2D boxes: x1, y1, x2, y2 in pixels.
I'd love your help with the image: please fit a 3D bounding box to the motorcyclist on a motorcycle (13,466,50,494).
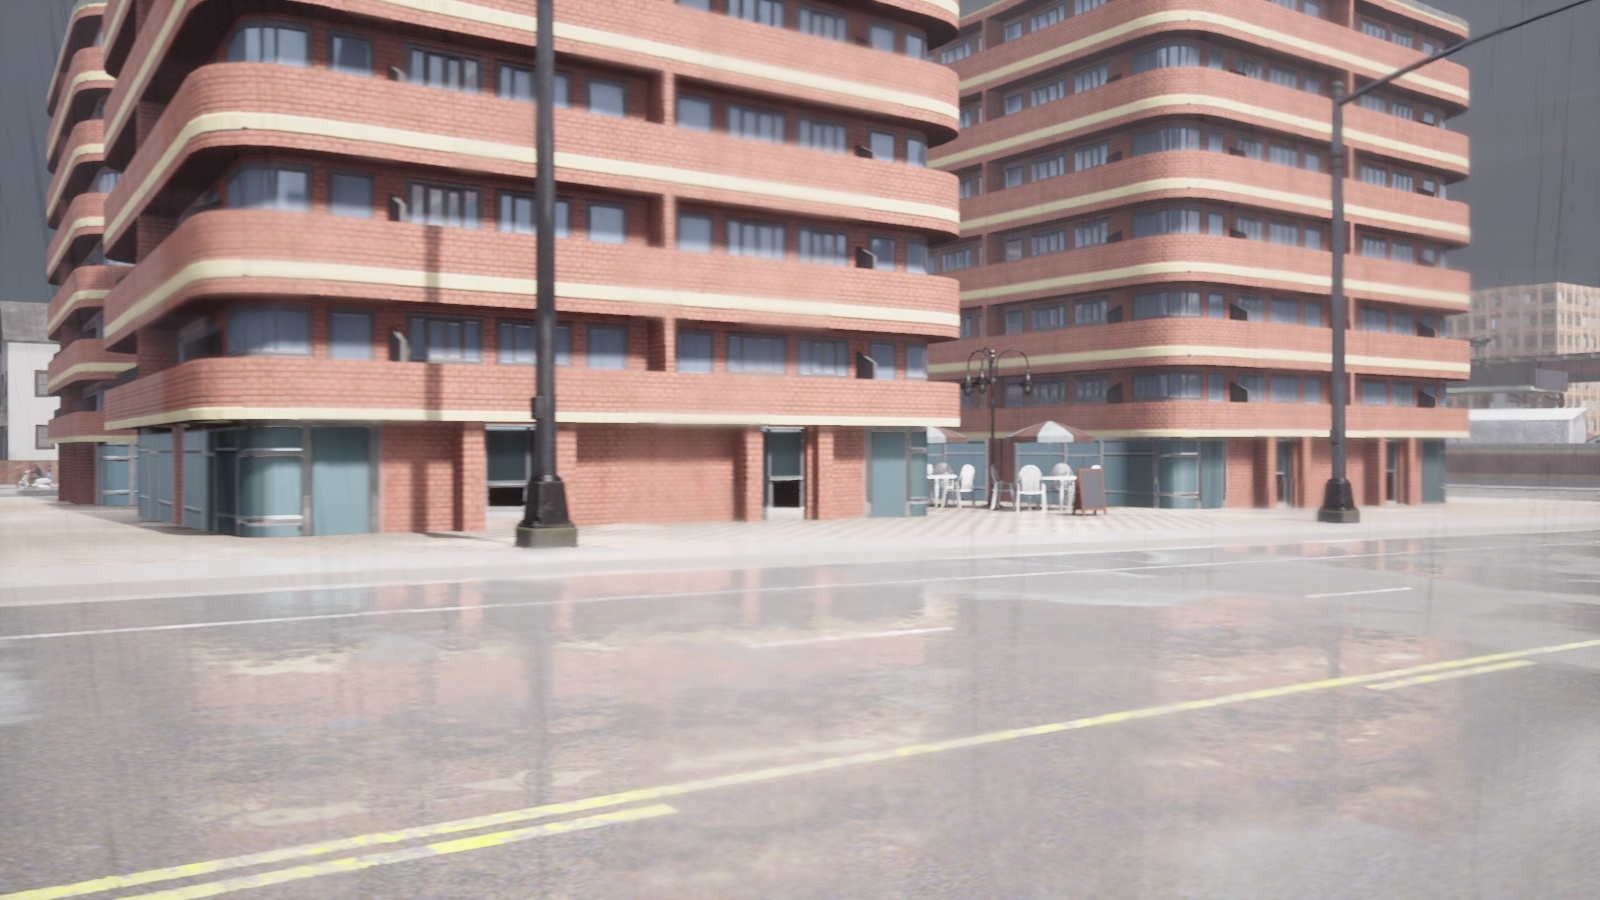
[{"bbox_3d":[-44.857,1.759,73.286,1.817,1.590,0.866,0,0,-35],"label":"motorcyclist on a motorcycle"}]
